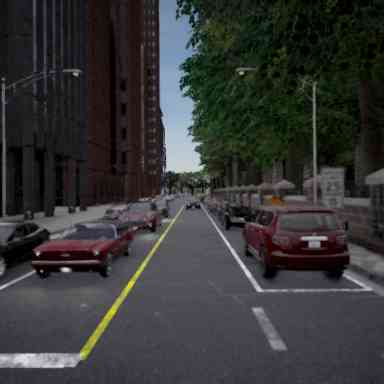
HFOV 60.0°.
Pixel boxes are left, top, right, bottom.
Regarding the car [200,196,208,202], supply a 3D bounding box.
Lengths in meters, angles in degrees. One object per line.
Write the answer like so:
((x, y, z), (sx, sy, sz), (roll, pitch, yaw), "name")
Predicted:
((2.946, 1.595, 81.013), (1.752, 1.417, 4.829), (0, 0, 0), "car")

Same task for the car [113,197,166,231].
((-3.060, 1.370, 20.353), (2.097, 1.767, 4.553), (0, 0, 1), "car")

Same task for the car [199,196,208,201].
((2.959, 1.646, 86.299), (1.947, 1.339, 4.313), (0, 0, 0), "car")

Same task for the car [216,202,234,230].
((2.804, 1.539, 20.821), (1.947, 1.339, 4.313), (0, 0, 0), "car")

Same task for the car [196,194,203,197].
((0.222, 1.533, 54.614), (2.128, 1.511, 4.902), (0, 0, 0), "car")

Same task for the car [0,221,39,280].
((-5.747, 1.590, 9.919), (1.947, 1.339, 4.313), (0, 0, 0), "car")

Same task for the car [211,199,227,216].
((2.816, 1.532, 26.277), (2.008, 1.369, 4.403), (0, 0, 0), "car")

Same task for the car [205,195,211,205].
((2.841, 1.436, 37.191), (1.967, 1.590, 4.097), (0, 0, 0), "car")

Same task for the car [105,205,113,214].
((-5.709, 1.597, 26.290), (2.008, 1.369, 4.403), (0, 0, 0), "car")

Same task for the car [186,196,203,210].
((0.200, 1.627, 44.037), (1.895, 1.301, 4.718), (0, 0, 0), "car")

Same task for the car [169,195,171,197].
((-5.618, 1.649, 64.490), (1.887, 1.381, 4.507), (0, 0, 0), "car")

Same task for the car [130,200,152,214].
((-5.682, 1.644, 37.204), (1.802, 1.307, 4.206), (0, 0, 0), "car")

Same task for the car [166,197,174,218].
((-3.026, 1.537, 30.586), (1.837, 1.490, 4.892), (0, 0, 0), "car")

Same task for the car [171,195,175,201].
((-5.593, 1.565, 75.404), (1.967, 1.590, 4.097), (0, 0, 0), "car")

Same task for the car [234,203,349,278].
((2.776, 1.274, 9.909), (2.192, 1.841, 5.009), (0, 0, 0), "car")

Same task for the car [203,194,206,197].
((2.894, 1.554, 59.187), (1.752, 1.417, 4.829), (0, 0, 0), "car")

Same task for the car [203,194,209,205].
((2.854, 1.444, 42.648), (1.967, 1.590, 4.097), (0, 0, 0), "car")

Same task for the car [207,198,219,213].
((2.829, 1.539, 31.734), (2.008, 1.369, 4.403), (0, 0, 0), "car")

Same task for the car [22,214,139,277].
((-3.083, 1.605, 10.360), (1.895, 1.301, 4.718), (0, 0, 0), "car")

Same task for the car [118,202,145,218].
((-5.695, 1.636, 31.747), (1.802, 1.307, 4.206), (0, 0, 0), "car")

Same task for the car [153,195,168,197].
((-5.646, 1.400, 53.576), (2.192, 1.841, 5.009), (0, 0, 0), "car")
